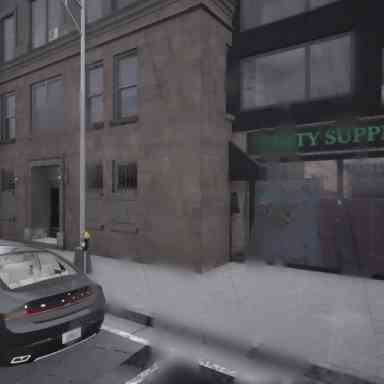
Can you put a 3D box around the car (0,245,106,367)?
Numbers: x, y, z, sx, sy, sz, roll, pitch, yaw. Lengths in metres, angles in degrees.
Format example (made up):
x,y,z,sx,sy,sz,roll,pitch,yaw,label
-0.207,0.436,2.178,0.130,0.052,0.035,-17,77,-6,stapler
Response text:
x,y,z,sx,sy,sz,roll,pitch,yaw,label
-3.273,1.551,5.413,4.403,1.369,2.008,0,0,36,car
